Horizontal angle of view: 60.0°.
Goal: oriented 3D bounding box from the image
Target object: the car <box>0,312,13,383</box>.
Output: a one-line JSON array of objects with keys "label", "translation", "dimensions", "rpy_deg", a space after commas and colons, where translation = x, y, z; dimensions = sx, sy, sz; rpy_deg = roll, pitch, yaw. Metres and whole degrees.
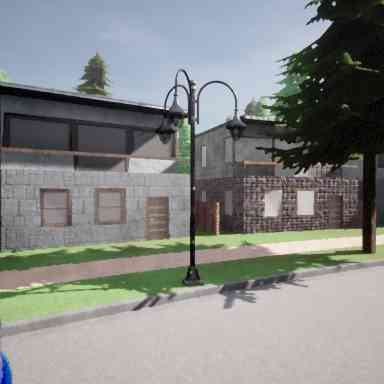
[{"label": "car", "translation": [-3.755, 1.221, 1.114], "dimensions": [5.566, 2.045, 2.150], "rpy_deg": [0, 0, -37]}]
